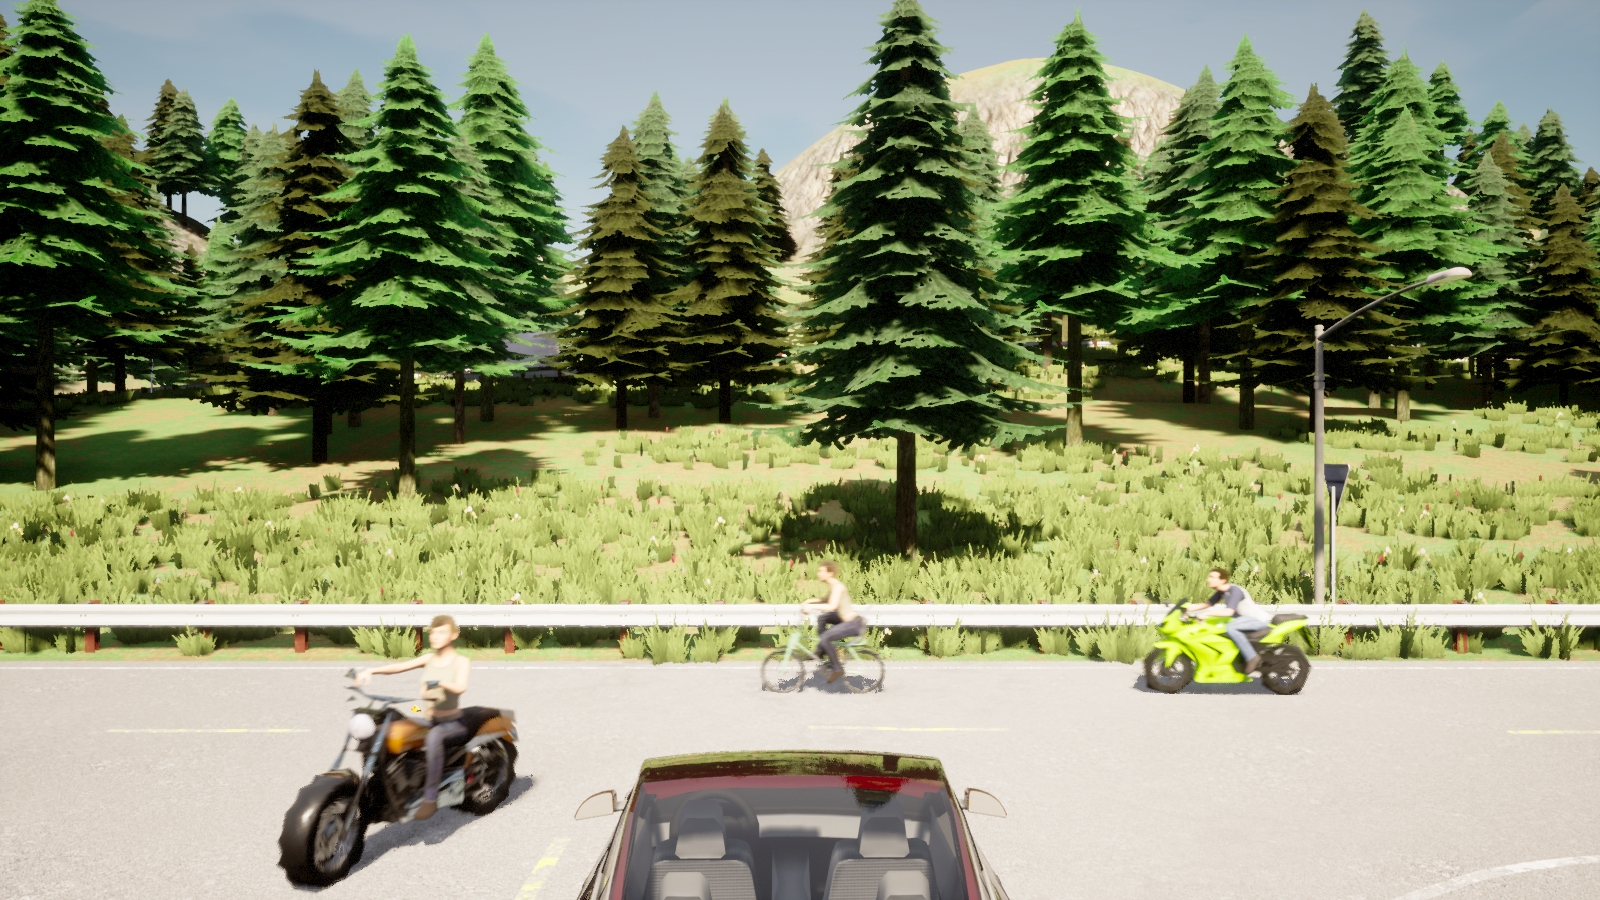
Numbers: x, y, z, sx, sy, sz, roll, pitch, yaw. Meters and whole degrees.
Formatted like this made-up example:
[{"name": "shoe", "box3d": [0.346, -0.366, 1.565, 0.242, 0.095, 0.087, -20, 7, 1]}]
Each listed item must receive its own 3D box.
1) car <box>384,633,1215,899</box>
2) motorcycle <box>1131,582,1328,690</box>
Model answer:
[{"name": "car", "box3d": [-0.034, 1.936, 5.154, 2.163, 1.488, 4.792, 0, -1, -1]}, {"name": "motorcycle", "box3d": [5.095, 2.205, 13.642, 2.033, 1.145, 0.803, 0, 0, 0]}]
